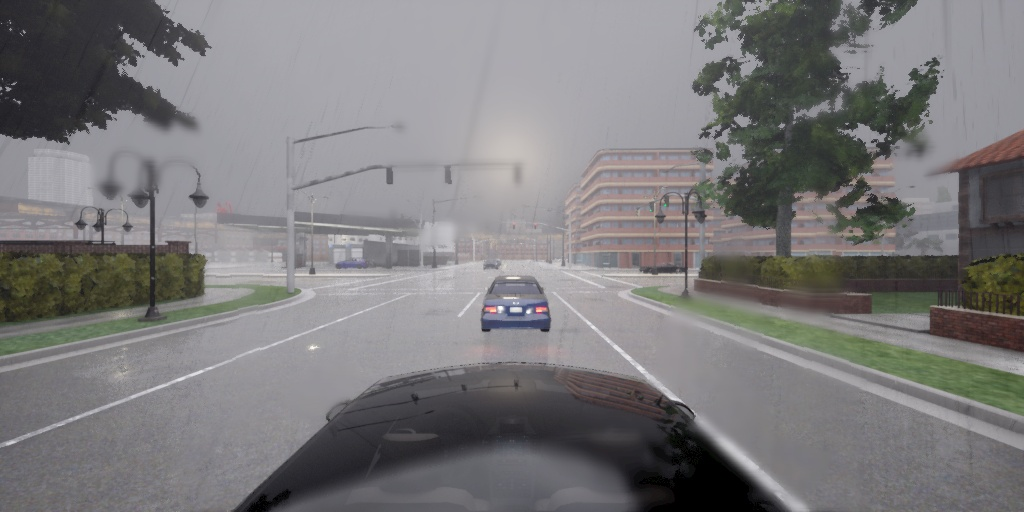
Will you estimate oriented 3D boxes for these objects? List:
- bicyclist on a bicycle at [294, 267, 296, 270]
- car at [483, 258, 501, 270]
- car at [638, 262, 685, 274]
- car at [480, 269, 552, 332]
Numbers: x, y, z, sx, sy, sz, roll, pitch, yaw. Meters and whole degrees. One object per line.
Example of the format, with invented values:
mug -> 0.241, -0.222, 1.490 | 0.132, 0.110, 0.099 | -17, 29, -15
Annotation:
bicyclist on a bicycle -> -29.016, 1.180, 47.116 | 0.582, 1.620, 1.656 | -10, 5, 0
car -> -3.102, 1.102, 53.604 | 2.097, 1.767, 4.553 | 0, 0, 0
car -> 16.329, 1.351, 38.893 | 4.718, 1.301, 1.895 | 0, 0, -3
car -> 0.098, 1.297, 10.844 | 2.033, 1.411, 5.357 | 0, 0, 0
